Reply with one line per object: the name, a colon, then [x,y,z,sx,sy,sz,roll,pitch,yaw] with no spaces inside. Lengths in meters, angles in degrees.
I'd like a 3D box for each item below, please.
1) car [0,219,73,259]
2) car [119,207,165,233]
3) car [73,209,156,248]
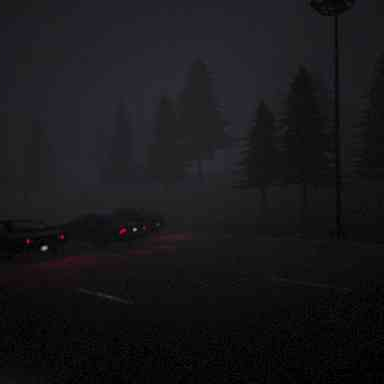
car: [-7.101,1.750,13.251,4.718,1.301,1.895,-1,0,36]
car: [-3.839,1.637,19.535,5.008,1.535,1.882,0,0,36]
car: [-4.490,1.688,15.684,5.357,1.411,2.033,-1,0,35]
